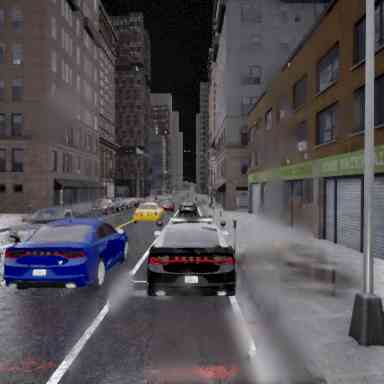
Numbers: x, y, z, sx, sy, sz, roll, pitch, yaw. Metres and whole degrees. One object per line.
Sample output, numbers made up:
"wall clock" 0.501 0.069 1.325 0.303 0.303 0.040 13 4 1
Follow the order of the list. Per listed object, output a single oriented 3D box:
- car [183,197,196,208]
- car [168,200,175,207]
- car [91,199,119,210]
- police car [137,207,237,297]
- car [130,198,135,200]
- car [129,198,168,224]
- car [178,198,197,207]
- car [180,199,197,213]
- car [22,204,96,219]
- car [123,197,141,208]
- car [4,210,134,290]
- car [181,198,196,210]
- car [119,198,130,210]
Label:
"car" -0.393 1.550 49.600 1.887 1.381 4.507 -1 0 0
"car" -3.047 1.565 39.346 1.994 1.385 4.181 0 0 0
"car" -8.920 1.439 33.084 1.967 1.590 4.097 -1 0 0
"police car" -0.011 1.423 8.761 1.930 1.638 5.238 0 0 0
"car" -8.918 1.554 44.095 2.008 1.369 4.403 -1 0 0
"car" -3.143 1.455 24.990 1.801 1.575 5.366 0 0 0
"car" -0.393 1.565 33.084 1.947 1.339 4.313 -1 0 0
"car" -0.393 1.546 38.589 1.887 1.381 4.507 -1 0 0
"car" -6.245 1.489 14.961 2.128 1.511 4.902 0 0 0
"car" -8.918 1.549 49.600 1.887 1.381 4.507 -1 0 0
"car" -3.047 1.476 9.112 1.882 1.535 5.008 0 -1 0
"car" -0.393 1.548 44.094 1.887 1.381 4.507 -1 0 0
"car" -8.918 1.567 38.589 1.947 1.339 4.313 -1 0 0
